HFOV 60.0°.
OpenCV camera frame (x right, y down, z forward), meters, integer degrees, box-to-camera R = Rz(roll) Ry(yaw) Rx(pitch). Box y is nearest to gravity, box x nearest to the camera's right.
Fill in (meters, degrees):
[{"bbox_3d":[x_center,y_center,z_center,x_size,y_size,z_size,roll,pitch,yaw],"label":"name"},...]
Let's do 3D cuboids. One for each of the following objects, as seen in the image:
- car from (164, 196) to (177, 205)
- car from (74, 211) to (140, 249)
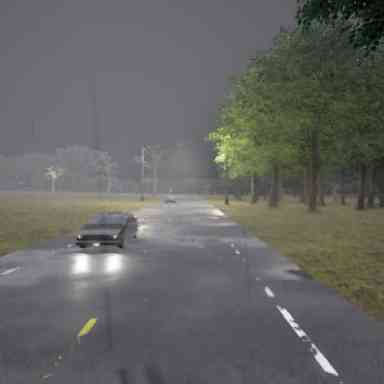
[{"bbox_3d":[-3.543,1.308,55.613,2.033,1.411,5.357,0,1,1],"label":"car"},{"bbox_3d":[-3.600,1.604,15.176,2.033,1.411,5.357,0,0,0],"label":"car"}]
